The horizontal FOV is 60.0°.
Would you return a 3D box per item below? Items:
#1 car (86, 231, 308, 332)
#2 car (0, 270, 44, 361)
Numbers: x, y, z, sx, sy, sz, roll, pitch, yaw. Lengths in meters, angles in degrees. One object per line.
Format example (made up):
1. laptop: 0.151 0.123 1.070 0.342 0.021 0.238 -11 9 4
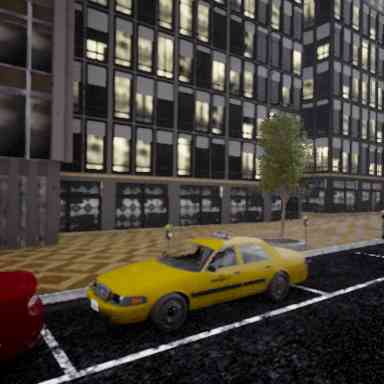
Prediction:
1. car: 0.385 1.531 6.820 4.829 1.417 1.752 0 1 -35
2. car: -4.082 1.543 3.633 4.507 1.381 1.887 0 1 -35
